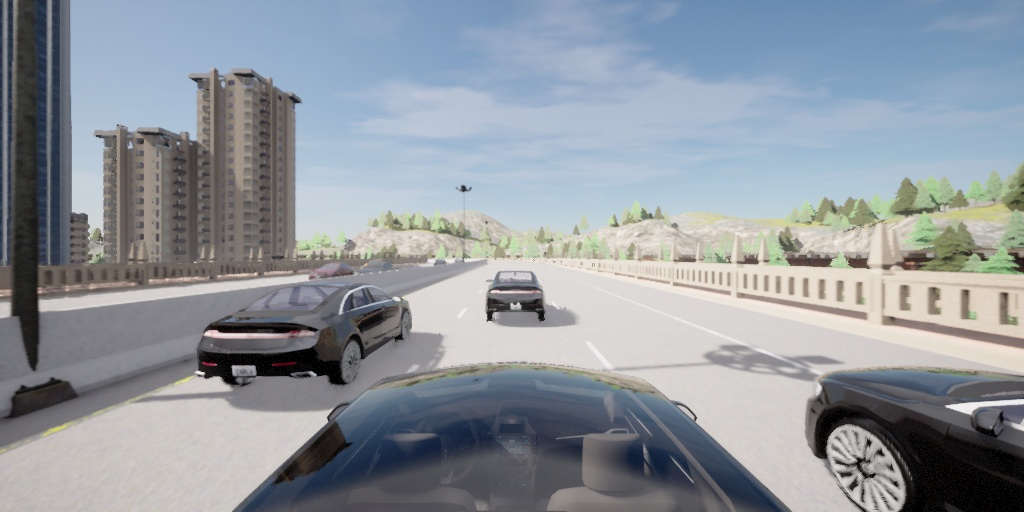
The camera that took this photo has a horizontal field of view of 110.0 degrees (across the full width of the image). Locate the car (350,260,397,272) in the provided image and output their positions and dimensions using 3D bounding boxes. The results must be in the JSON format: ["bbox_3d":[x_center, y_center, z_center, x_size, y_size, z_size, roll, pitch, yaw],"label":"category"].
[{"bbox_3d":[-10.578,1.249,28.288,1.837,1.490,4.892,0,0,0],"label":"car"}]

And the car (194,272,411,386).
[{"bbox_3d":[-3.394,1.240,6.964,2.128,1.511,4.902,0,0,0],"label":"car"}]

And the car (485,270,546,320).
[{"bbox_3d":[0.107,1.240,12.568,2.128,1.511,4.902,0,0,0],"label":"car"}]

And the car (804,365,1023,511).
[{"bbox_3d":[3.609,1.242,1.293,2.128,1.511,4.902,0,0,0],"label":"car"}]

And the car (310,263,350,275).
[{"bbox_3d":[-14.077,1.269,28.404,1.812,1.442,4.674,0,0,0],"label":"car"}]
